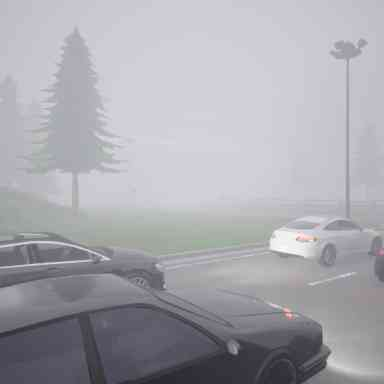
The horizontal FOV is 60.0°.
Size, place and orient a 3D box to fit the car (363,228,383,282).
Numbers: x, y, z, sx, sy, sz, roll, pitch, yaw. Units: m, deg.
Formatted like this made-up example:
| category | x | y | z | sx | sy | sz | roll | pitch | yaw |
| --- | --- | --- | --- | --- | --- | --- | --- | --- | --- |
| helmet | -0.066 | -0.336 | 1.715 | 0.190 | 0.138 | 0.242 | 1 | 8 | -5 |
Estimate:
| category | x | y | z | sx | sy | sz | roll | pitch | yaw |
| --- | --- | --- | --- | --- | --- | --- | --- | --- | --- |
| car | 6.491 | 1.564 | 8.416 | 4.181 | 1.385 | 1.994 | 0 | 0 | -35 |

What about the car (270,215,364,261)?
| category | x | y | z | sx | sy | sz | roll | pitch | yaw |
| --- | --- | --- | --- | --- | --- | --- | --- | --- | --- |
| car | 4.653 | 1.526 | 11.399 | 4.674 | 1.442 | 1.812 | 0 | 0 | -35 |

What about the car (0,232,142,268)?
| category | x | y | z | sx | sy | sz | roll | pitch | yaw |
| --- | --- | --- | --- | --- | --- | --- | --- | --- | --- |
| car | -2.776 | 1.491 | 6.065 | 4.902 | 1.511 | 2.128 | 0 | 0 | -35 |

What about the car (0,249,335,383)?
| category | x | y | z | sx | sy | sz | roll | pitch | yaw |
| --- | --- | --- | --- | --- | --- | --- | --- | --- | --- |
| car | -1.013 | 1.547 | 3.022 | 5.357 | 1.411 | 2.033 | 0 | 0 | -36 |
